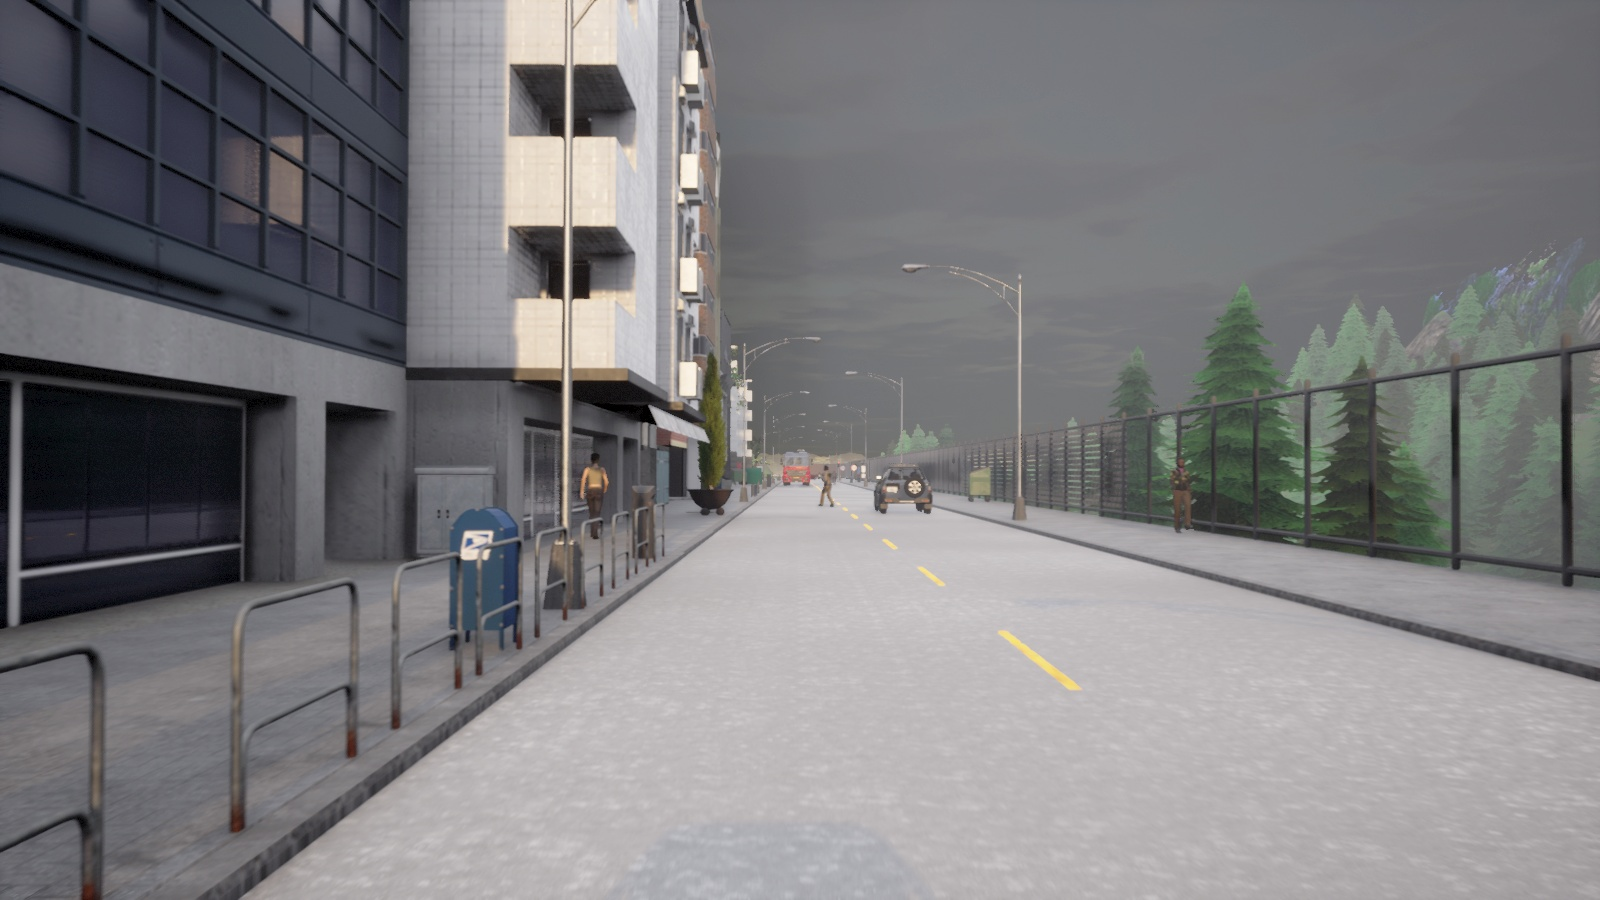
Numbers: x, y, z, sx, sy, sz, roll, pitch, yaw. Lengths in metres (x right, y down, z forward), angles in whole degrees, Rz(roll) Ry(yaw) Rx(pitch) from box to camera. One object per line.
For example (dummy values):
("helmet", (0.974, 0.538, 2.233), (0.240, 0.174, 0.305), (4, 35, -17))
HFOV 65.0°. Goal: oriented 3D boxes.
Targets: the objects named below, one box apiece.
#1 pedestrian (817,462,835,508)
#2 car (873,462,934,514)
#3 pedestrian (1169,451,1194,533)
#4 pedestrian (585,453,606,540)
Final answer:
("pedestrian", (1.118, 1.495, 53.631), (0.692, 1.930, 0.396), (-1, -1, 42))
("car", (3.875, 1.416, 47.793), (1.932, 1.855, 4.605), (0, -1, 0))
("pedestrian", (9.067, 0.988, 29.845), (0.395, 1.930, 0.692), (0, -1, 1))
("pedestrian", (-4.357, 0.991, 26.796), (0.345, 1.836, 0.594), (0, -1, 0))
